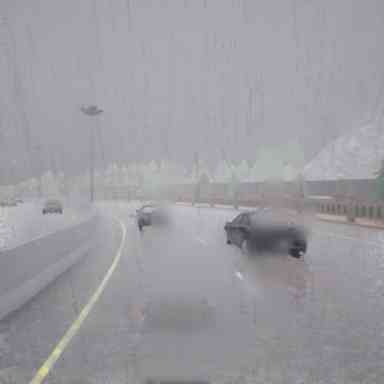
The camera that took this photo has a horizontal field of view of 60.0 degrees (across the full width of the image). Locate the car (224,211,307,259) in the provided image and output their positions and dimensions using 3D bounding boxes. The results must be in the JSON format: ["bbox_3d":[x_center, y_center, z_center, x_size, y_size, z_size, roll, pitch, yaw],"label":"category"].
[{"bbox_3d":[2.528,1.453,12.595,1.882,1.535,5.008,0,0,-7],"label":"car"}]

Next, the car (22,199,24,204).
[{"bbox_3d":[-36.481,1.698,69.331,2.033,1.411,5.357,-1,0,-36],"label":"car"}]

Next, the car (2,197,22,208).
[{"bbox_3d":[-29.452,1.676,53.614,2.128,1.511,4.902,-1,0,-35],"label":"car"}]

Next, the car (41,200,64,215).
[{"bbox_3d":[-14.490,1.573,34.620,1.837,1.490,4.892,0,0,-23],"label":"car"}]

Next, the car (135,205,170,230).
[{"bbox_3d":[-2.557,1.520,21.002,1.812,1.442,4.674,0,0,-13],"label":"car"}]
